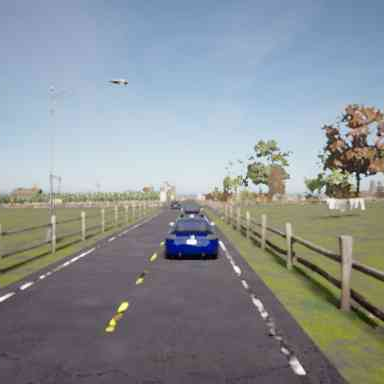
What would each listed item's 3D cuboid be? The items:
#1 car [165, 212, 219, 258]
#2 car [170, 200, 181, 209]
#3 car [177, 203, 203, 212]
[{"bbox_3d":[0.007,1.711,13.480,1.994,1.385,4.181,0,-1,1],"label":"car"},{"bbox_3d":[-2.801,2.178,57.553,1.837,1.490,4.892,0,-1,0],"label":"car"},{"bbox_3d":[0.002,1.884,28.489,1.994,1.385,4.181,0,-1,0],"label":"car"}]
